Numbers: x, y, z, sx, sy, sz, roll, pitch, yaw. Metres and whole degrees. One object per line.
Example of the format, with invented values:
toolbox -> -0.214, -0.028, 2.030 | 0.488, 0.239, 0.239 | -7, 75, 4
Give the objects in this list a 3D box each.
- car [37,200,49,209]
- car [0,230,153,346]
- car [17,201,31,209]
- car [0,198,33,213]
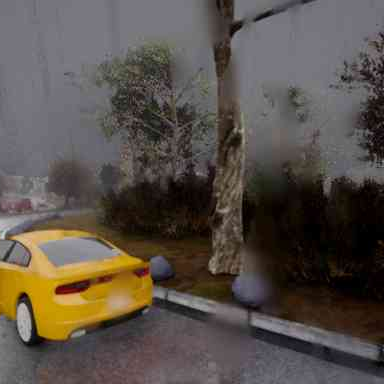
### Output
car -> -28.076, 2.269, 62.721 | 1.882, 1.535, 5.008 | 0, 0, -23
car -> -2.875, 1.492, 6.529 | 5.008, 1.535, 1.882 | -1, 0, 43
car -> -31.098, 2.357, 61.529 | 1.994, 1.385, 4.181 | 0, 0, -23
car -> -24.614, 1.859, 47.140 | 2.150, 2.045, 5.566 | 0, -1, -4
